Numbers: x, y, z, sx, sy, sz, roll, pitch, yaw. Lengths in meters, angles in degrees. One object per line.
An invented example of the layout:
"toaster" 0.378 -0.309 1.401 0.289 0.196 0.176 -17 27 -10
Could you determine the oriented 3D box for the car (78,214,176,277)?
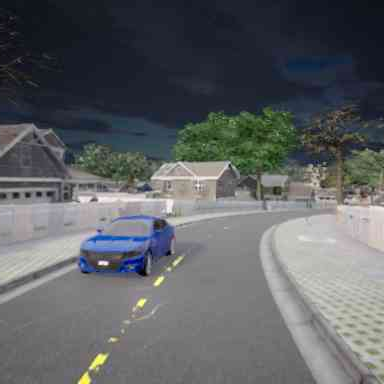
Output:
"car" -1.819 1.511 10.708 1.882 1.535 5.008 0 0 9
